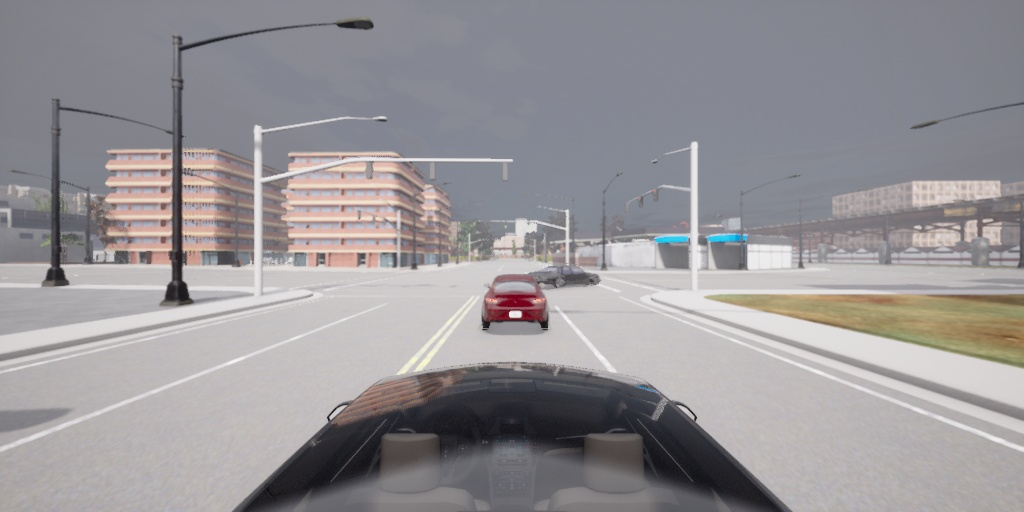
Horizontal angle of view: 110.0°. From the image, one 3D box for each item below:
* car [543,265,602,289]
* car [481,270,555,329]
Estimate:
[{"bbox_3d":[3.468,1.315,23.373,5.357,1.411,2.033,0,0,-37],"label":"car"},{"bbox_3d":[0.084,1.285,11.157,1.812,1.442,4.674,0,0,0],"label":"car"}]
